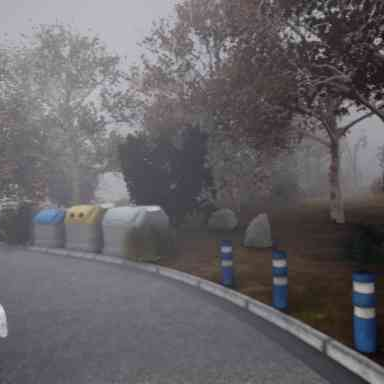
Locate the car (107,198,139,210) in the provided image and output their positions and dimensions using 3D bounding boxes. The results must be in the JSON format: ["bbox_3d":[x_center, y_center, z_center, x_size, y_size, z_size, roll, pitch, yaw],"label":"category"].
[{"bbox_3d":[-10.374,1.837,50.170,4.792,1.488,2.163,-3,1,41],"label":"car"}]

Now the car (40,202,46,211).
[{"bbox_3d":[-19.405,2.310,39.580,5.566,2.045,2.435,-3,1,41],"label":"car"}]

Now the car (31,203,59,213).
[{"bbox_3d":[-24.023,2.647,54.300,4.792,1.488,2.163,-3,1,40],"label":"car"}]

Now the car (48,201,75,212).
[{"bbox_3d":[-22.195,2.468,56.411,4.892,1.521,2.231,-3,1,41],"label":"car"}]

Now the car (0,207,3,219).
[{"bbox_3d":[-29.304,3.067,47.768,5.366,1.575,1.946,-3,1,40],"label":"car"}]

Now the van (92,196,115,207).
[{"bbox_3d":[-16.670,1.793,62.727,4.442,1.987,1.878,-3,1,40],"label":"van"}]

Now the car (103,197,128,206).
[{"bbox_3d":[-14.933,1.876,64.940,4.892,1.521,2.231,-3,1,41],"label":"car"}]

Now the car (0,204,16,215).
[{"bbox_3d":[-21.127,2.459,37.556,5.566,2.045,2.435,-3,1,40],"label":"car"}]

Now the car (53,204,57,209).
[{"bbox_3d":[-17.484,2.439,41.778,4.674,1.452,2.002,-3,1,40],"label":"car"}]

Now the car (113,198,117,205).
[{"bbox_3d":[-12.133,1.982,48.015,4.792,1.488,2.163,-3,1,41],"label":"car"}]

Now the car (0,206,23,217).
[{"bbox_3d":[-27.637,2.922,50.021,5.008,1.535,2.097,-3,1,40],"label":"car"}]

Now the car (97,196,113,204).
[{"bbox_3d":[-13.996,1.853,45.932,5.566,2.045,2.435,-3,1,40],"label":"car"}]
